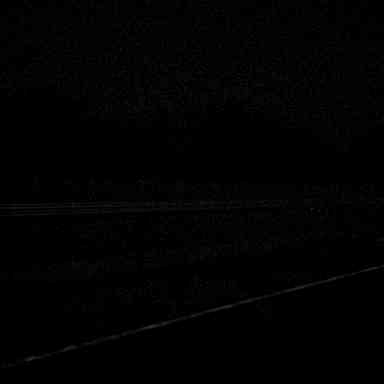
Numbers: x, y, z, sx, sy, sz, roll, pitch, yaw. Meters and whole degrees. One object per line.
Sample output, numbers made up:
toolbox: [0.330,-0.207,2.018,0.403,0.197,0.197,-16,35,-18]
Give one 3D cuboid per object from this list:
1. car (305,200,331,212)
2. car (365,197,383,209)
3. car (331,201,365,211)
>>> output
car: [13.783,1.539,34.770,4.181,1.385,1.994,0,0,-34]
car: [17.911,1.203,29.119,5.566,2.045,2.150,0,0,-34]
car: [15.680,1.542,31.829,4.181,1.385,1.994,0,0,-34]
